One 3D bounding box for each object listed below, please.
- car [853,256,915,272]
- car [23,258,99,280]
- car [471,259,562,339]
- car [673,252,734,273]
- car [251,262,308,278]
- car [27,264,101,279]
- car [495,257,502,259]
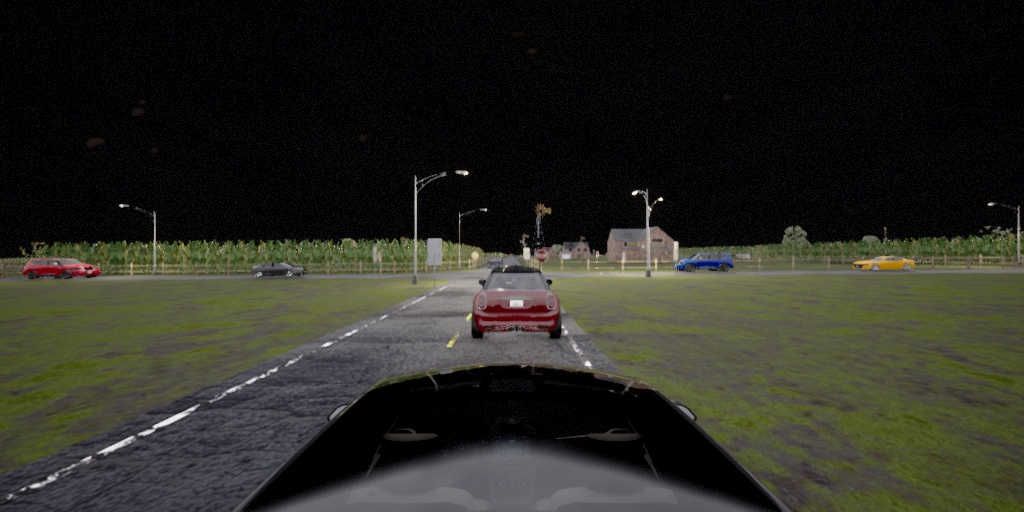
[{"bbox_3d":[37.428,0.760,36.194,5.008,1.535,1.882,-1,0,1],"label":"car"},{"bbox_3d":[-43.598,1.231,34.739,5.566,2.045,2.150,-1,0,1],"label":"car"},{"bbox_3d":[0.103,1.069,10.118,2.097,1.767,4.553,0,0,0],"label":"car"},{"bbox_3d":[19.473,0.662,36.537,5.566,2.045,2.150,-1,0,1],"label":"car"},{"bbox_3d":[-22.182,1.318,34.328,4.892,1.490,1.837,0,0,1],"label":"car"},{"bbox_3d":[-46.931,1.586,37.666,5.357,1.411,2.033,-1,0,1],"label":"car"},{"bbox_3d":[-2.793,1.116,54.893,2.033,1.411,5.357,0,0,0],"label":"car"}]
